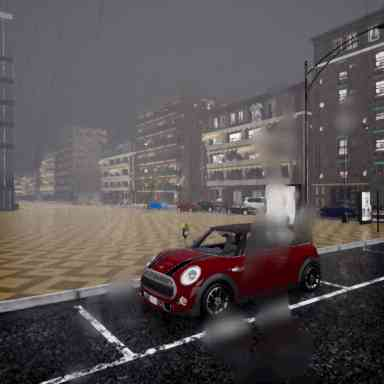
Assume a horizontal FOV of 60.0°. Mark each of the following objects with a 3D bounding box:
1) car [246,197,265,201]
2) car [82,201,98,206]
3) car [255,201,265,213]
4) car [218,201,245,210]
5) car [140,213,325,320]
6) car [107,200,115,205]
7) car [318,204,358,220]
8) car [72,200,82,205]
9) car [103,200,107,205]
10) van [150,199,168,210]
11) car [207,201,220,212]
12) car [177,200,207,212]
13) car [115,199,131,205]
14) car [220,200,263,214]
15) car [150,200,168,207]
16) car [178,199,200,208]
[{"bbox_3d":[8.443,1.603,38.839,2.150,2.045,5.566,-1,-1,-36],"label":"car"},{"bbox_3d":[-23.644,2.702,78.654,2.008,1.369,4.403,-2,0,-36],"label":"car"},{"bbox_3d":[8.949,1.886,33.494,2.008,1.369,4.403,-2,0,-36],"label":"car"},{"bbox_3d":[6.092,2.095,52.062,1.802,1.307,4.206,-2,0,-36],"label":"car"},{"bbox_3d":[0.912,1.439,7.223,4.097,1.590,1.967,0,0,-36],"label":"car"},{"bbox_3d":[-20.129,2.735,88.081,1.947,1.339,4.313,-2,0,-36],"label":"car"},{"bbox_3d":[13.985,1.808,31.199,1.994,1.385,4.181,-1,0,-36],"label":"car"},{"bbox_3d":[-30.183,2.861,87.670,1.887,1.381,4.507,-2,0,-36],"label":"car"},{"bbox_3d":[-23.399,2.797,92.590,1.887,1.381,4.507,-2,0,-36],"label":"car"},{"bbox_3d":[-5.334,2.034,53.353,1.690,1.788,3.998,-2,0,-36],"label":"van"},{"bbox_3d":[2.328,2.039,47.291,1.837,1.490,4.892,-1,0,-36],"label":"car"},{"bbox_3d":[-0.407,2.113,46.472,1.887,1.381,4.507,-2,0,-36],"label":"car"},{"bbox_3d":[-16.863,2.527,83.573,1.967,1.590,4.097,-2,0,-36],"label":"car"},{"bbox_3d":[5.679,1.967,38.002,2.008,1.369,4.403,-2,0,-36],"label":"car"},{"bbox_3d":[-7.050,2.423,70.048,1.802,1.307,4.206,-2,0,-36],"label":"car"},{"bbox_3d":[-0.511,2.118,61.034,1.967,1.590,4.097,-2,0,-36],"label":"car"}]
